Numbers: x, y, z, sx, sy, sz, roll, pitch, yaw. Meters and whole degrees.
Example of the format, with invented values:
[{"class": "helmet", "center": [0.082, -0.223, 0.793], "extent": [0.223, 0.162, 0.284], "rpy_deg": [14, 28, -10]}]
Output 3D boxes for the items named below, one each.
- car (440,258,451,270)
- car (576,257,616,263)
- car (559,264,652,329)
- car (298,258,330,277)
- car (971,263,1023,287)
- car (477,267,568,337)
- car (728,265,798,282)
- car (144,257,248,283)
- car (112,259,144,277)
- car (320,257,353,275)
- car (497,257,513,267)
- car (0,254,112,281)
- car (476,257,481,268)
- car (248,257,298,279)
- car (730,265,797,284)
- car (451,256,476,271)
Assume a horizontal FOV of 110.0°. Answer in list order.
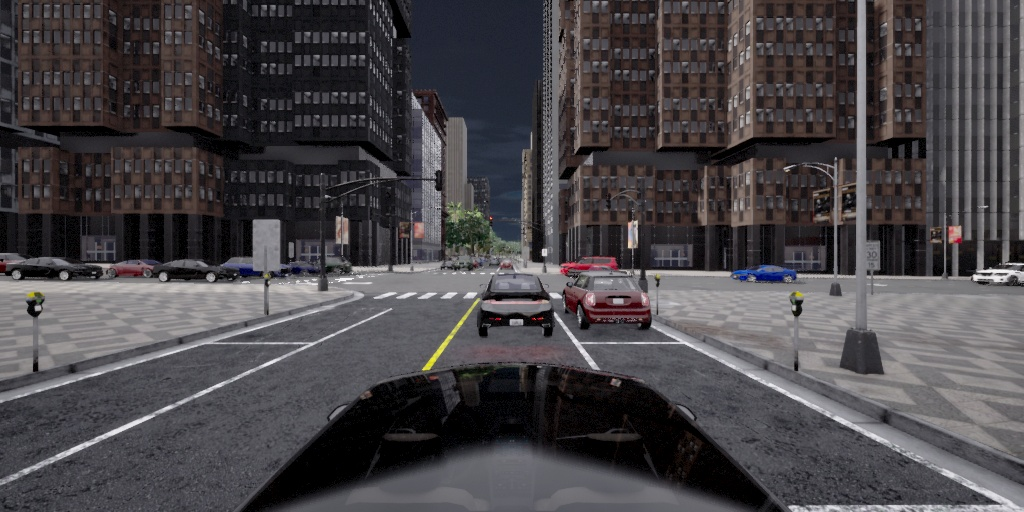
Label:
[{"class": "car", "center": [-9.280, 1.318, 52.482], "extent": [1.948, 1.339, 4.313], "rpy_deg": [0, 0, -1]}, {"class": "car", "center": [7.398, 1.096, 34.502], "extent": [5.566, 2.045, 2.150], "rpy_deg": [1, 0, -1]}, {"class": "car", "center": [2.735, 1.189, 11.178], "extent": [1.967, 1.591, 4.097], "rpy_deg": [0, 0, 0]}, {"class": "car", "center": [-18.836, 1.107, 31.018], "extent": [4.718, 1.301, 1.895], "rpy_deg": [1, 0, 0]}, {"class": "car", "center": [44.364, 1.640, 31.514], "extent": [5.566, 2.045, 2.150], "rpy_deg": [1, 0, 0]}, {"class": "car", "center": [0.077, 1.240, 10.292], "extent": [2.128, 1.511, 4.902], "rpy_deg": [0, 0, -1]}, {"class": "car", "center": [24.187, 1.664, 34.646], "extent": [5.357, 1.411, 2.033], "rpy_deg": [1, 0, 0]}, {"class": "car", "center": [-21.271, 0.958, 24.297], "extent": [5.008, 1.535, 1.882], "rpy_deg": [1, 0, -1]}, {"class": "car", "center": [-28.205, 0.943, 27.482], "extent": [4.181, 1.385, 1.994], "rpy_deg": [1, 0, -1]}, {"class": "car", "center": [-17.806, 0.868, 34.277], "extent": [4.553, 1.767, 2.097], "rpy_deg": [1, 0, -1]}, {"class": "car", "center": [-0.756, 1.192, 52.560], "extent": [1.967, 1.591, 4.097], "rpy_deg": [0, 0, -1]}, {"class": "car", "center": [-30.738, 0.824, 24.216], "extent": [5.008, 1.535, 1.882], "rpy_deg": [1, 0, 0]}, {"class": "car", "center": [-6.665, 1.245, 59.370], "extent": [1.882, 1.535, 5.008], "rpy_deg": [0, 0, 0]}, {"class": "car", "center": [-19.561, 0.852, 27.562], "extent": [4.553, 1.767, 2.097], "rpy_deg": [1, 0, 0]}, {"class": "car", "center": [22.013, 1.566, 31.379], "extent": [5.008, 1.535, 1.882], "rpy_deg": [1, 0, 0]}, {"class": "car", "center": [-6.584, 0.968, 49.380], "extent": [2.150, 2.045, 5.566], "rpy_deg": [0, 0, 0]}]
